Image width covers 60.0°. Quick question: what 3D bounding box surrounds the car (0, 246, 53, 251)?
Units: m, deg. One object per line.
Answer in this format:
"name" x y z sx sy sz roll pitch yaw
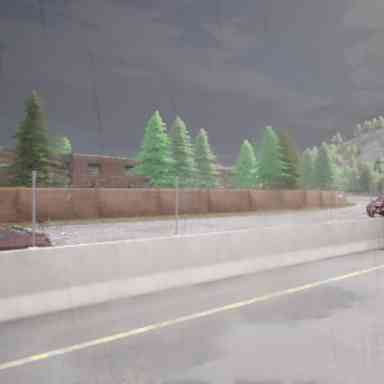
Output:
"car" -5.979 1.525 8.326 4.674 1.442 1.812 0 0 -36
